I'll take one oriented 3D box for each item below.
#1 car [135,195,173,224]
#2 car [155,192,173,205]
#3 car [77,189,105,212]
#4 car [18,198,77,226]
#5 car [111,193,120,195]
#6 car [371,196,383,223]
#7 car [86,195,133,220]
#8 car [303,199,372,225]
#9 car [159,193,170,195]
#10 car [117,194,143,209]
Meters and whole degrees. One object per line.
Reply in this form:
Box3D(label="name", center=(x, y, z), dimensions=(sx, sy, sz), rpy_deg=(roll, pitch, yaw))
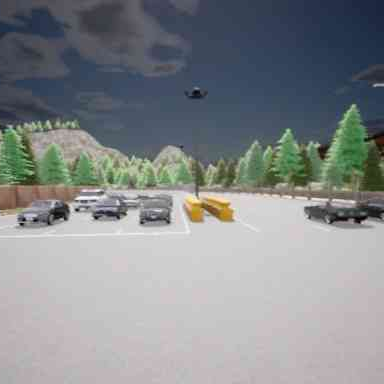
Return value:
Box3D(label="car", center=(-2.345, 1.176, 21.569), dimensions=(1.837, 1.490, 4.892), rpy_deg=(-1, 1, -3))
Box3D(label="car", center=(-3.545, 0.832, 42.902), dimensions=(2.128, 1.511, 4.902), rpy_deg=(-1, 1, -3))
Box3D(label="car", center=(-10.006, 0.786, 33.081), dimensions=(2.150, 2.045, 5.566), rpy_deg=(-1, 1, -3))
Box3D(label="car", center=(-9.344, 1.241, 21.343), dimensions=(2.128, 1.511, 4.902), rpy_deg=(-1, 1, -3))
Box3D(label="car", center=(-10.778, 0.894, 47.303), dimensions=(2.033, 1.411, 5.357), rpy_deg=(-1, 1, -3))
Box3D(label="car", center=(11.923, 1.039, 20.589), dimensions=(1.837, 1.490, 4.892), rpy_deg=(-1, 1, -3))
Box3D(label="car", center=(-6.040, 1.202, 25.052), dimensions=(2.033, 1.411, 5.357), rpy_deg=(-1, 1, -3))
Box3D(label="car", center=(8.446, 1.180, 20.110), dimensions=(1.895, 1.301, 4.718), rpy_deg=(-1, 1, -3))
Box3D(label="car", center=(-2.882, 1.029, 31.006), dimensions=(1.837, 1.490, 4.892), rpy_deg=(-1, 1, -3))
Box3D(label="car", center=(-6.606, 1.099, 35.142), dimensions=(1.895, 1.301, 4.718), rpy_deg=(-1, 1, -3))
